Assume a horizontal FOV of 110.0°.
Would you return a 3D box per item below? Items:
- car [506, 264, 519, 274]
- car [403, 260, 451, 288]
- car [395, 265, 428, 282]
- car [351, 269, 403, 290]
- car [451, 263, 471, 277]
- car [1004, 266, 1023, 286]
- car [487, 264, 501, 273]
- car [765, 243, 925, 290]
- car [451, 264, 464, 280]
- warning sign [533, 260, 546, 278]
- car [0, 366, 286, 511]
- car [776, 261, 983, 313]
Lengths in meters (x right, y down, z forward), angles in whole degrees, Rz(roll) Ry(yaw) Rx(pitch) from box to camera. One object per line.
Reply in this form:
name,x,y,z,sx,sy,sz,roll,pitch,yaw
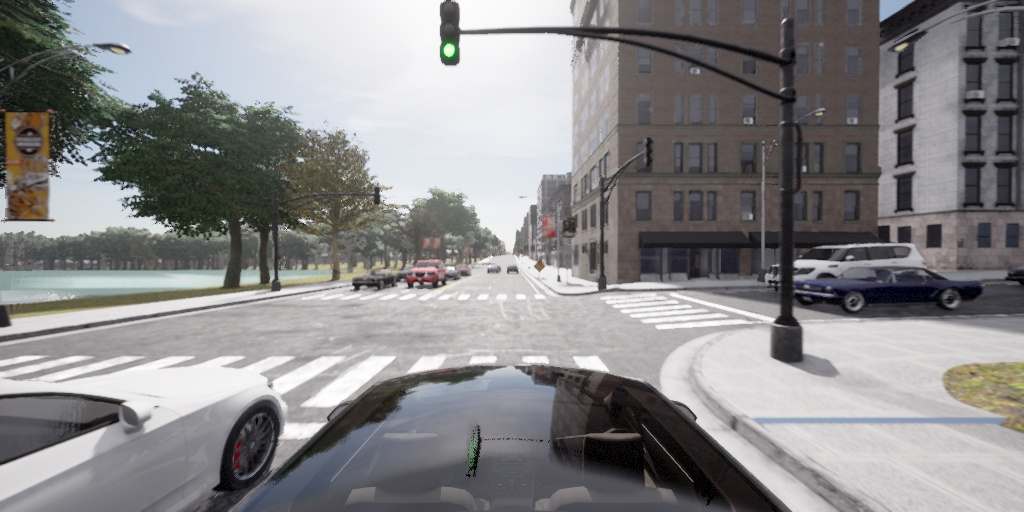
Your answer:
car,0.103,2.080,58.346,1.837,1.490,4.892,0,-1,0
car,-6.599,1.339,28.366,2.150,2.045,5.566,0,-1,0
car,-9.846,1.703,35.570,1.882,1.535,5.008,0,-1,0
car,-9.850,1.686,26.165,1.895,1.301,4.718,0,-1,0
car,-6.586,1.892,47.655,1.882,1.535,5.008,0,-1,0
car,24.002,0.565,14.772,5.357,1.411,2.033,-2,1,-1
car,-3.144,2.134,59.095,2.033,1.411,5.357,0,-1,0
car,13.568,0.524,14.711,5.566,2.045,2.150,-2,1,-2
car,-6.592,1.823,37.750,1.994,1.385,4.181,0,-1,1
warning sign,2.852,1.371,37.588,1.300,1.860,1.060,0,0,0
car,-3.166,1.275,1.625,1.812,1.442,4.674,0,-1,0
car,11.541,0.988,11.410,4.718,1.301,1.895,-2,1,-1
